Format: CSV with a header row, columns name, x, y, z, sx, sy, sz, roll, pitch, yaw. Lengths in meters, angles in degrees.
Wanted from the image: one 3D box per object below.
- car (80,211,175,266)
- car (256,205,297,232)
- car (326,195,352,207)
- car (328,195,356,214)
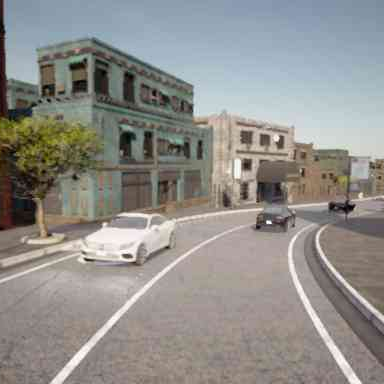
name,x,y,z,sx,sy,sz,roll,pitch,yaw
car,-1.923,1.426,11.457,1.812,1.442,4.674,1,1,15
car,5.258,1.521,20.513,1.812,1.442,4.674,3,1,25
car,21.343,1.249,48.204,1.882,1.535,5.008,4,3,41
car,16.769,1.505,37.019,1.882,1.535,5.008,4,3,39
